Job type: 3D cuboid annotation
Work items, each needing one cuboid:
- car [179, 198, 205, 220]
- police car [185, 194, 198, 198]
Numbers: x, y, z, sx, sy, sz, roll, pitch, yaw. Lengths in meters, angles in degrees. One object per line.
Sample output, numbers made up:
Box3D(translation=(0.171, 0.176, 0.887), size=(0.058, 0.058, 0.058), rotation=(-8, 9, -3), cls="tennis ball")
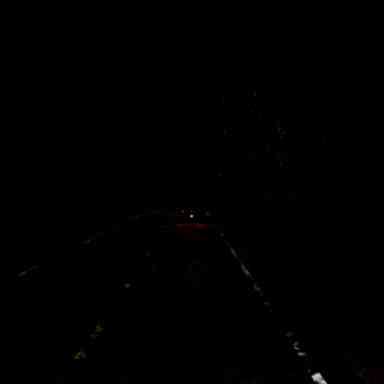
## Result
Box3D(translation=(-0.003, 1.407, 25.850), size=(1.895, 1.301, 4.718), rotation=(0, 0, 0), cls="car")
Box3D(translation=(-0.073, 1.058, 49.702), size=(1.930, 1.638, 5.238), rotation=(0, 0, 0), cls="police car")
